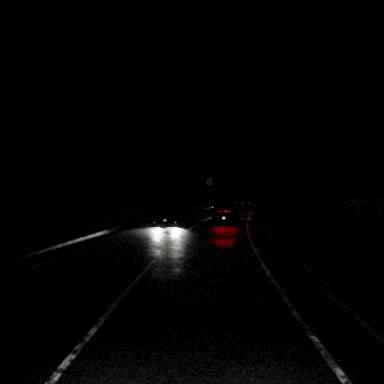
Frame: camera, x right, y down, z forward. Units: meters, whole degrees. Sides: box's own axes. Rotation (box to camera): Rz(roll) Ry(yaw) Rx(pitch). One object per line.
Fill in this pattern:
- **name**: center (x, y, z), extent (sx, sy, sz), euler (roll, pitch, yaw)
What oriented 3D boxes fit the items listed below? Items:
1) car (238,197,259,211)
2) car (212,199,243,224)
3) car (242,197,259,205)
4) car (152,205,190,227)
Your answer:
- **car**: center (6.634, 1.363, 41.322), extent (2.097, 1.767, 4.553), euler (-2, 0, 17)
- **car**: center (2.611, 1.534, 25.130), extent (1.837, 1.490, 4.892), euler (-1, 0, 10)
- **car**: center (11.177, 1.661, 63.075), extent (1.895, 1.301, 4.718), euler (-2, -1, 25)
- **car**: center (-1.425, 1.647, 23.552), extent (1.994, 1.385, 4.181), euler (-1, 0, 10)
